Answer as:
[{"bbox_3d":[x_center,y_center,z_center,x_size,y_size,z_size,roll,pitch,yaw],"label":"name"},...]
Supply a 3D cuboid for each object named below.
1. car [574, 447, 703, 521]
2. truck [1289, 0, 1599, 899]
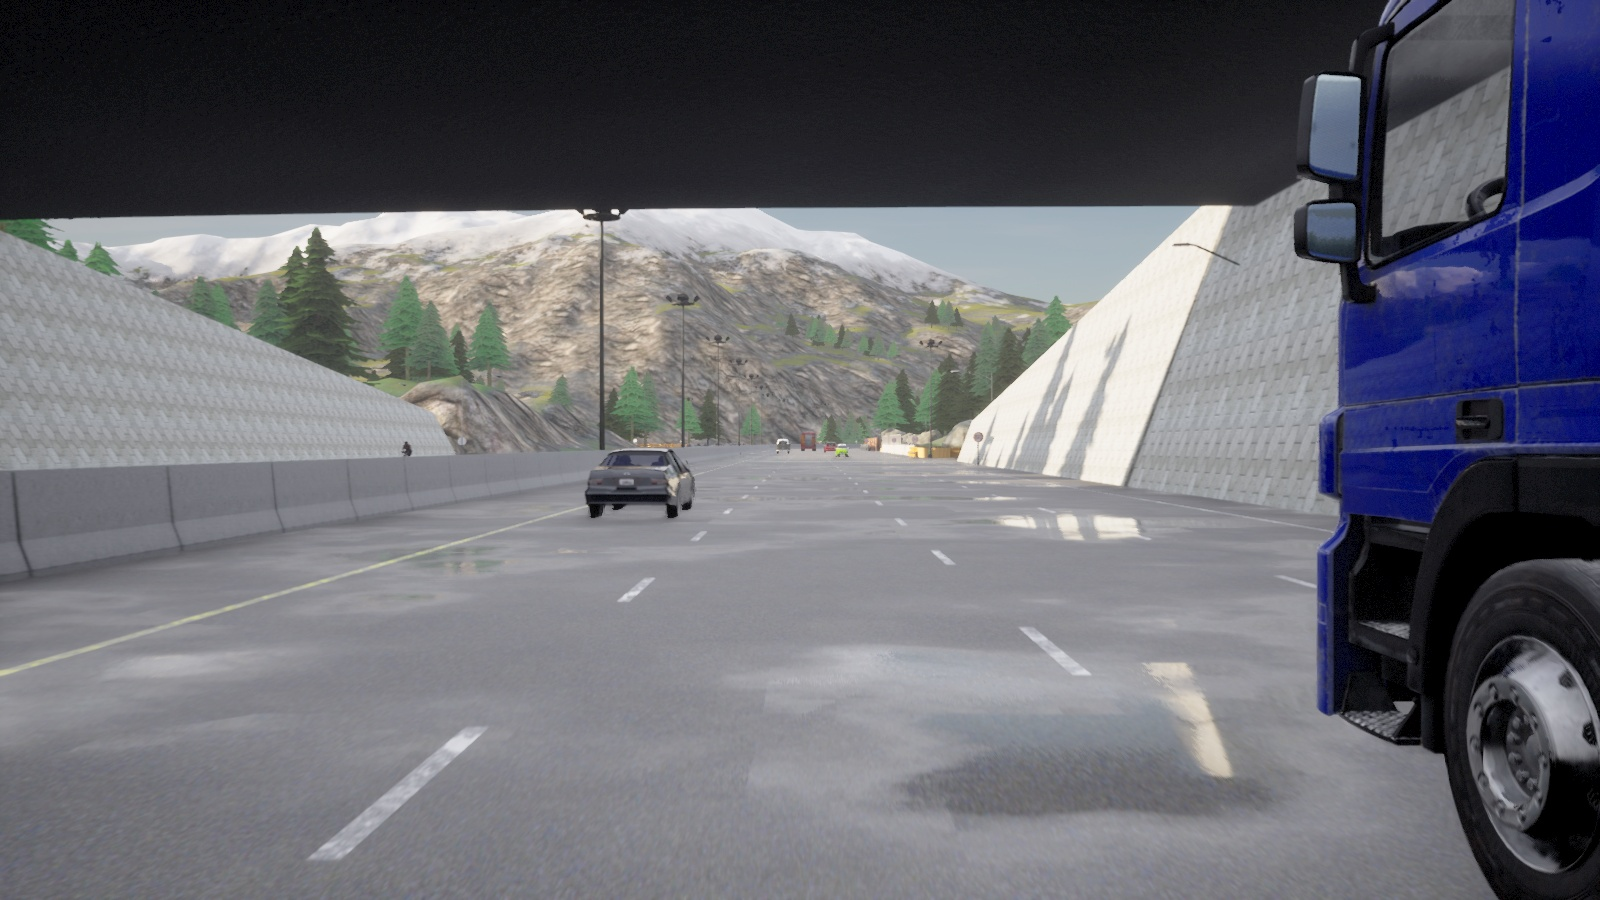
[{"bbox_3d":[-3.329,0.639,26.911,2.033,1.411,5.357,0,0,0],"label":"car"},{"bbox_3d":[3.524,-0.240,1.402,2.891,3.462,7.936,0,0,0],"label":"truck"}]
